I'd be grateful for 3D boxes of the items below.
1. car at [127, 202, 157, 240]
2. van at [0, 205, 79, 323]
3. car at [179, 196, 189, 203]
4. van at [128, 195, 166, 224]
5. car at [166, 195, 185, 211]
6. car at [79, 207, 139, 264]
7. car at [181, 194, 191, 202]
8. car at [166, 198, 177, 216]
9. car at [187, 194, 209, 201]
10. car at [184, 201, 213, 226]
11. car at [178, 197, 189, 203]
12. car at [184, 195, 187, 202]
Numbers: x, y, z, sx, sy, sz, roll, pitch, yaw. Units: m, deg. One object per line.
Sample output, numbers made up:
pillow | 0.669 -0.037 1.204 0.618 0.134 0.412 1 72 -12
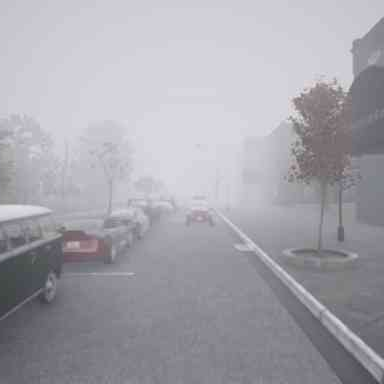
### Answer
car | -3.361 1.548 17.575 2.231 1.521 4.892 0 1 0
van | -3.617 1.274 5.555 1.878 1.987 4.442 0 1 -1
car | -1.933 1.874 84.124 2.097 1.535 5.008 0 0 3
van | -3.234 1.367 23.259 1.878 1.987 4.442 0 0 3
car | -2.646 1.693 50.852 2.097 1.535 5.008 0 0 3
car | -3.480 1.556 12.065 2.163 1.488 4.792 0 1 0
car | -1.740 1.642 93.076 2.435 2.045 5.566 0 0 3
car | -3.003 1.676 34.227 2.002 1.452 4.674 0 0 1
car | 0.893 1.376 40.847 2.150 2.045 5.566 0 -1 1
car | 0.542 1.617 24.444 1.812 1.442 4.674 0 0 1
car | -2.052 1.865 78.584 2.231 1.521 4.892 0 -1 3
car | -2.528 1.733 56.399 2.097 1.535 5.008 0 0 3
